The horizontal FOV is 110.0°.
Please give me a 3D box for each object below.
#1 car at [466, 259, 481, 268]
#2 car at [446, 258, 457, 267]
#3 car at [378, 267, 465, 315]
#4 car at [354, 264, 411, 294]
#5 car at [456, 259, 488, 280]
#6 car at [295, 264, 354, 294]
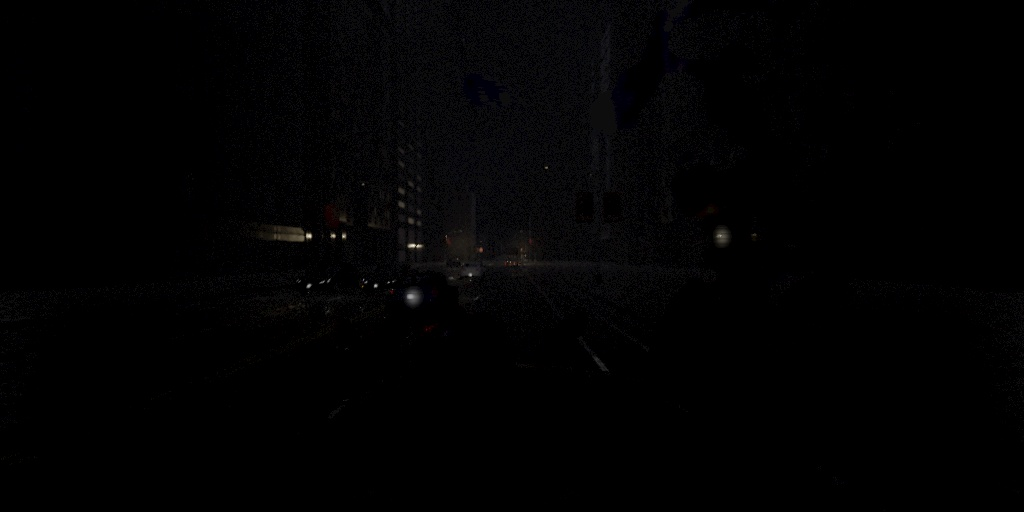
[{"bbox_3d":[-6.521,1.257,61.232,1.895,1.301,4.718,0,0,1],"label":"car"},{"bbox_3d":[-9.785,1.149,60.113,2.128,1.511,4.902,0,0,1],"label":"car"},{"bbox_3d":[-3.151,1.278,13.372,1.994,1.385,4.181,0,0,0],"label":"car"},{"bbox_3d":[-6.599,1.199,19.802,1.837,1.490,4.892,0,0,0],"label":"car"},{"bbox_3d":[-3.149,1.195,29.462,1.812,1.442,4.674,0,0,0],"label":"car"},{"bbox_3d":[-9.848,1.199,19.802,1.837,1.490,4.892,0,0,0],"label":"car"}]
